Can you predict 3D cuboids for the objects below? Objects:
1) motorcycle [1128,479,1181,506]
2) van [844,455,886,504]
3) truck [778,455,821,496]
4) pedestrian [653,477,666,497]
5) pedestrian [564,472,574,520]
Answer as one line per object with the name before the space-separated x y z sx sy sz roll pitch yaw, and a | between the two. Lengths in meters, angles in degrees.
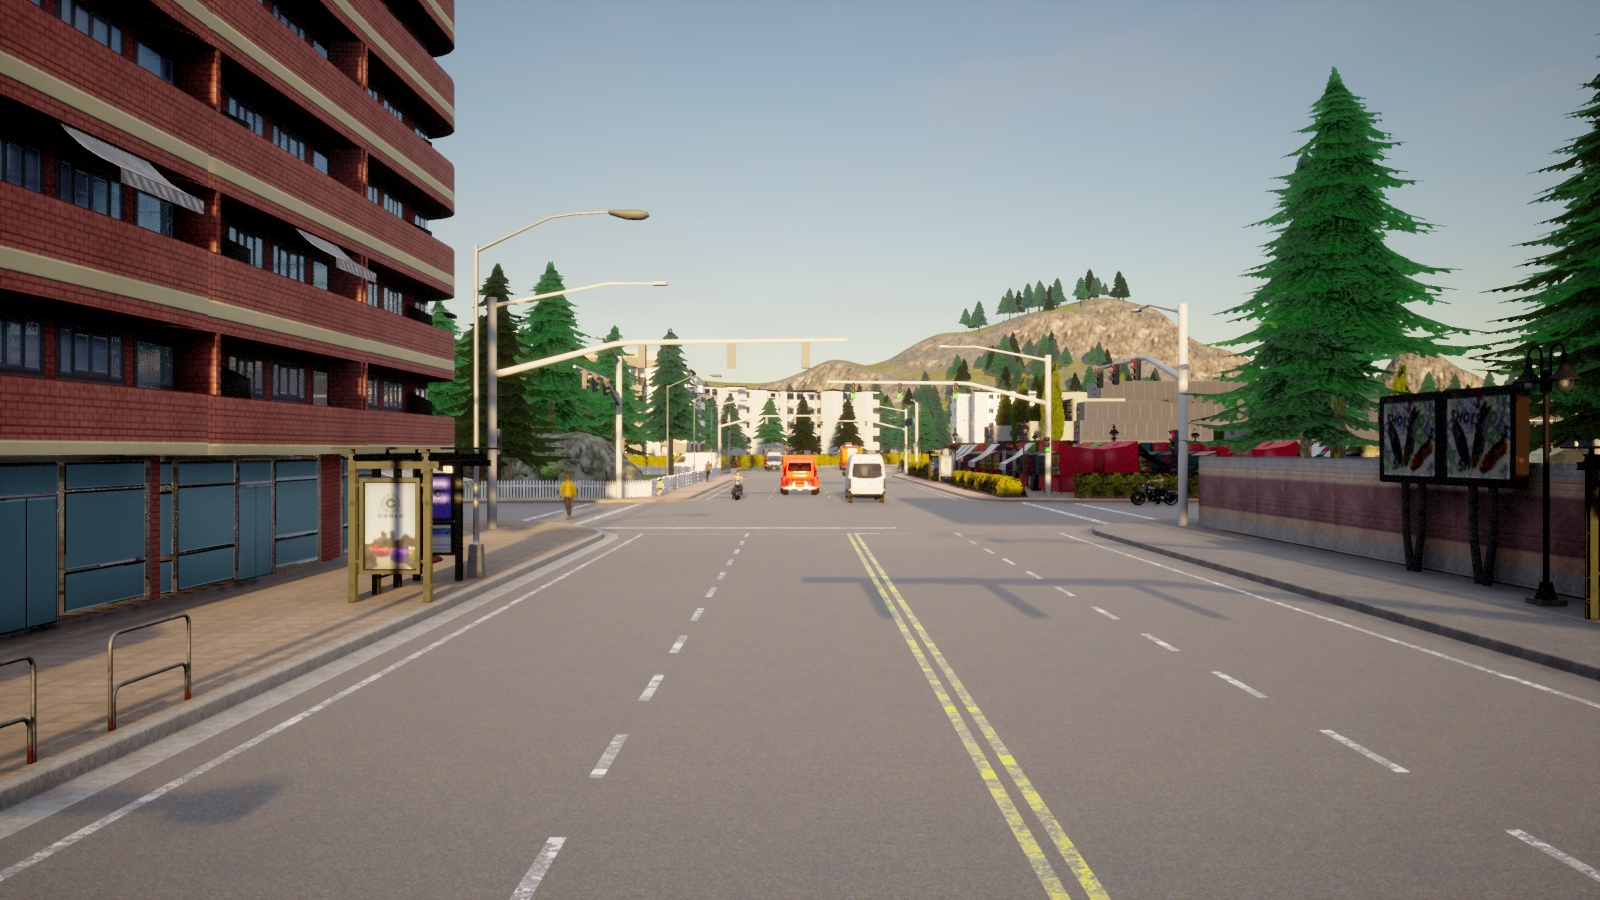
motorcycle | 17.582 2.102 56.689 2.356 1.307 0.764 0 0 0
van | 3.502 1.529 62.533 1.988 2.561 5.915 0 0 0
truck | -0.006 1.572 72.542 2.627 2.467 5.204 0 0 0
pedestrian | -7.853 2.079 63.804 0.500 1.100 0.500 0 0 29
pedestrian | -9.059 1.795 44.787 0.375 1.860 0.375 0 0 -7
